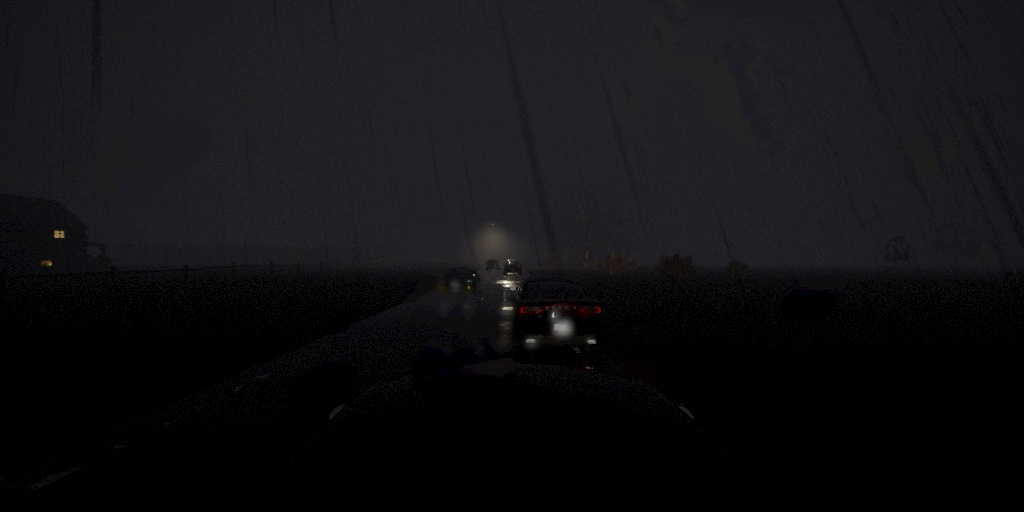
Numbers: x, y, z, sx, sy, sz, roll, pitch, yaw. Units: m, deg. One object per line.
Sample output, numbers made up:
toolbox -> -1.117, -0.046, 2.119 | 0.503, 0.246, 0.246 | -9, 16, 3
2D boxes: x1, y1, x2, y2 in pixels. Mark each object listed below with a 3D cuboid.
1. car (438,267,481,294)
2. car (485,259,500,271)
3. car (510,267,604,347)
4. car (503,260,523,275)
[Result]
car -> -2.841, 1.310, 20.091 | 1.994, 1.385, 4.181 | 0, 0, 0
car -> -2.732, 1.244, 50.483 | 1.837, 1.490, 4.892 | 0, 0, 0
car -> 0.969, 1.226, 9.330 | 1.882, 1.535, 5.008 | 0, 0, 0
car -> 0.101, 1.234, 38.691 | 2.128, 1.511, 4.902 | 0, 0, 0
